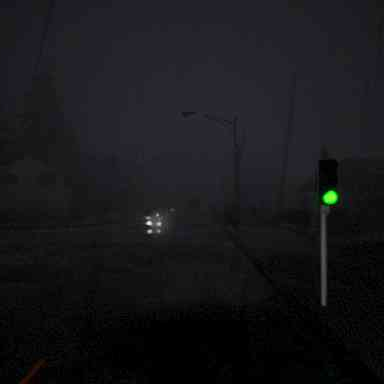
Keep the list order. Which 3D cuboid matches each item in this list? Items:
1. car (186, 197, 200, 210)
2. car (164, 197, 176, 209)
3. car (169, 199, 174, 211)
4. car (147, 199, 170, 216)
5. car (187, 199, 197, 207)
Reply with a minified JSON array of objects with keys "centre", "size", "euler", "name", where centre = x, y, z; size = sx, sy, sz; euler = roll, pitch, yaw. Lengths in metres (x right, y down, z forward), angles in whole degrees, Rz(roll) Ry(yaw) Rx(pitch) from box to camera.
[{"centre":[0.134,1.854,54.746],"size":[2.150,2.045,5.566],"euler":[0,-1,0],"name":"car"},{"centre":[-4.033,1.901,58.888],"size":[2.150,2.045,5.566],"euler":[0,-1,0],"name":"car"},{"centre":[-4.062,2.085,48.437],"size":[1.812,1.442,4.674],"euler":[0,-1,0],"name":"car"},{"centre":[-4.076,1.936,38.434],"size":[2.128,1.511,4.902],"euler":[0,-1,0],"name":"car"},{"centre":[0.046,2.442,75.112],"size":[2.097,1.767,4.553],"euler":[0,-1,0],"name":"car"}]
